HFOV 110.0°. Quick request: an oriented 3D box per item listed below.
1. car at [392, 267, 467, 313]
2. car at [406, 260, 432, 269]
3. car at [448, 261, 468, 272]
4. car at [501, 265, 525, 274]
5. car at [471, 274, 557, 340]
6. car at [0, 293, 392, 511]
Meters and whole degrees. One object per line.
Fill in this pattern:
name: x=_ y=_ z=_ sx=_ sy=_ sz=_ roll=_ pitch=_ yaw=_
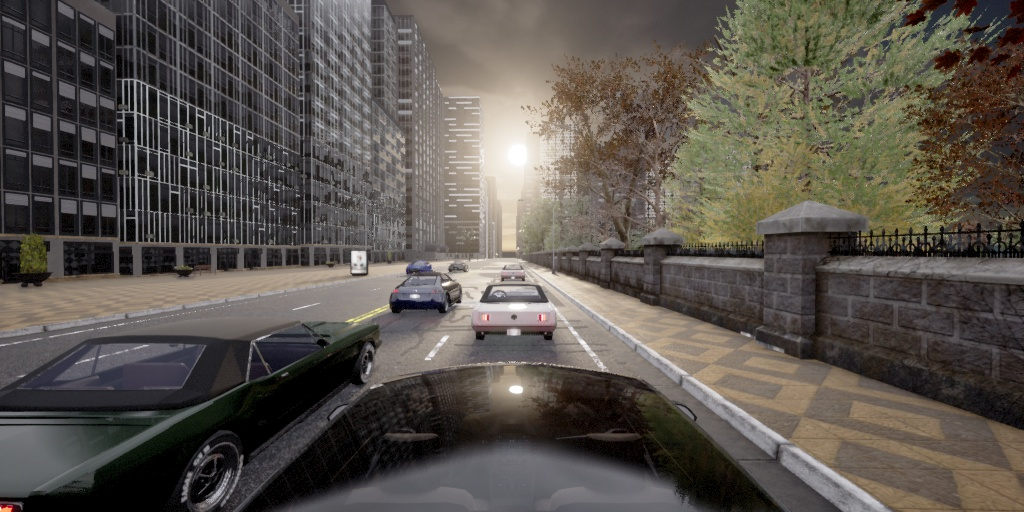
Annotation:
car: x=-3.164 y=1.311 z=13.918 sx=1.994 sy=1.385 sz=4.181 roll=0 pitch=0 yaw=2
car: x=-9.819 y=1.229 z=38.155 sx=1.882 sy=1.535 sz=5.008 roll=0 pitch=0 yaw=0
car: x=-6.531 y=1.318 z=43.638 sx=1.994 sy=1.385 sz=4.181 roll=0 pitch=0 yaw=0
car: x=0.089 y=1.350 z=29.295 sx=1.895 sy=1.301 sz=4.718 roll=0 pitch=0 yaw=0
car: x=0.061 y=1.349 z=9.921 sx=1.895 sy=1.301 sz=4.718 roll=0 pitch=0 yaw=0
car: x=-3.149 y=1.350 z=4.068 sx=1.895 sy=1.301 sz=4.718 roll=0 pitch=0 yaw=0
